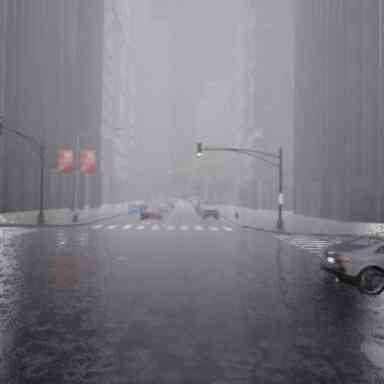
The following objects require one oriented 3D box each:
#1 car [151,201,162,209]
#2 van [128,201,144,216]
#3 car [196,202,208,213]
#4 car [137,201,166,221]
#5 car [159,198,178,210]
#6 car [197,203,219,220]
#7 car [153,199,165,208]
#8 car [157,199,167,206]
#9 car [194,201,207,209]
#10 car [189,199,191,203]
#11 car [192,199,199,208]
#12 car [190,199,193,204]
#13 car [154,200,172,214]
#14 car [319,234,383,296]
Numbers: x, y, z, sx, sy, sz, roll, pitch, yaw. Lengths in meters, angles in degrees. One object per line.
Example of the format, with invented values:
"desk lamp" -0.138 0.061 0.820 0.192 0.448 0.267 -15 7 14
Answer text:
"car" -7.258 2.621 68.232 1.887 1.381 4.507 1 -1 -1
"van" -6.722 1.946 40.682 1.690 1.788 3.998 1 -1 -1
"car" 1.795 2.265 41.013 1.752 1.417 4.829 1 -1 -1
"car" -3.907 1.993 33.022 1.882 1.535 5.008 1 -1 -1
"car" -4.398 2.245 62.851 2.150 2.045 5.566 1 -1 -1
"car" 1.904 2.194 35.332 2.008 1.369 4.403 1 -1 -1
"car" -7.361 2.485 73.747 2.192 1.841 5.009 1 -1 -1
"car" -7.574 2.674 84.768 2.192 1.841 5.009 1 -1 -1
"car" 1.691 2.382 46.354 2.008 1.369 4.403 1 -1 -1
"car" 0.839 3.026 90.446 1.967 1.590 4.097 1 -1 -1
"car" 1.588 2.240 51.869 2.192 1.841 5.009 1 -1 -1
"car" 1.159 2.742 73.912 1.967 1.590 4.097 1 -1 -1
"car" -4.170 2.277 46.863 1.812 1.442 4.674 1 -1 0
"car" 5.638 1.861 8.796 4.181 1.385 1.994 3 -1 -1
